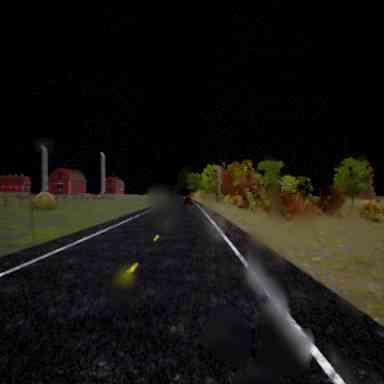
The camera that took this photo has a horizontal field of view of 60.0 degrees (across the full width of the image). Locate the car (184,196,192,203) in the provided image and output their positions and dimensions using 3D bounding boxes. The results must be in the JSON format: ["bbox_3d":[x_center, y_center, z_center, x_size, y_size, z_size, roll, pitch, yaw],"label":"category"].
[{"bbox_3d":[-1.057,1.764,79.054,1.812,1.442,4.674,0,0,-2],"label":"car"}]

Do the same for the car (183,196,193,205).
[{"bbox_3d":[-0.809,1.843,69.011,1.812,1.442,4.674,0,0,-1],"label":"car"}]
